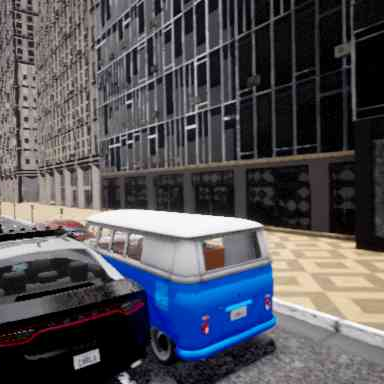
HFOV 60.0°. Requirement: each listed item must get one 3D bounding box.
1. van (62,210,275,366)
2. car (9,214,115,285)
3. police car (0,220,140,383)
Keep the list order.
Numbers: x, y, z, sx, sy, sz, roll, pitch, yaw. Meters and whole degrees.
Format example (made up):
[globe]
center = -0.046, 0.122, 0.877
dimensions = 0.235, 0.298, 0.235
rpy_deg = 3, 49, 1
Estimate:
[van]
center = -0.580, 1.240, 5.504
dimensions = 1.690, 1.788, 3.998
rpy_deg = -3, 2, -38
[car]
center = -4.082, 1.489, 9.996
dimensions = 1.802, 1.307, 4.206
rpy_deg = -3, 2, -38
[police car]
center = -2.596, 1.384, 5.189
dimensions = 1.930, 1.638, 5.238
rpy_deg = -2, 1, -38
